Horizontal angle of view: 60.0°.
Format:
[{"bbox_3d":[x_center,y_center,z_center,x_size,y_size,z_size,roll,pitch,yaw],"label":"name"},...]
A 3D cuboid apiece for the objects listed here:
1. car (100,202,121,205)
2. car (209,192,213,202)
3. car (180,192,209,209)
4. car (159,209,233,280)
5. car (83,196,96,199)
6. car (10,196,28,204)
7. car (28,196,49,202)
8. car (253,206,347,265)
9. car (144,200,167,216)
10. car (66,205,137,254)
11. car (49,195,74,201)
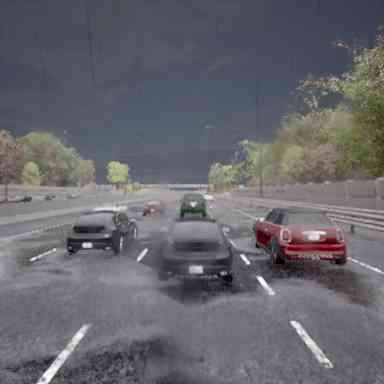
[{"bbox_3d":[-6.899,1.527,28.679,1.895,1.301,4.718,0,0,0],"label":"car"},{"bbox_3d":[3.496,1.070,74.422,2.150,2.045,5.566,0,0,0],"label":"car"},{"bbox_3d":[0.096,1.146,29.374,2.150,2.045,5.566,0,0,0],"label":"car"},{"bbox_3d":[0.095,1.478,9.848,1.837,1.490,4.892,0,0,0],"label":"car"},{"bbox_3d":[-17.533,1.411,56.891,2.033,1.411,5.357,0,0,1],"label":"car"},{"bbox_3d":[-28.033,1.344,54.948,1.882,1.535,5.008,0,0,1],"label":"car"},{"bbox_3d":[-24.545,1.393,54.702,1.812,1.442,4.674,0,0,1],"label":"car"},{"bbox_3d":[3.499,1.319,11.672,2.097,1.767,4.553,0,0,0],"label":"car"},{"bbox_3d":[-3.403,1.446,31.168,1.812,1.442,4.674,0,0,0],"label":"car"},{"bbox_3d":[-3.401,1.470,13.218,1.837,1.490,4.892,0,0,0],"label":"car"},{"bbox_3d":[-21.050,1.219,54.805,2.097,1.767,4.553,0,0,1],"label":"car"}]
